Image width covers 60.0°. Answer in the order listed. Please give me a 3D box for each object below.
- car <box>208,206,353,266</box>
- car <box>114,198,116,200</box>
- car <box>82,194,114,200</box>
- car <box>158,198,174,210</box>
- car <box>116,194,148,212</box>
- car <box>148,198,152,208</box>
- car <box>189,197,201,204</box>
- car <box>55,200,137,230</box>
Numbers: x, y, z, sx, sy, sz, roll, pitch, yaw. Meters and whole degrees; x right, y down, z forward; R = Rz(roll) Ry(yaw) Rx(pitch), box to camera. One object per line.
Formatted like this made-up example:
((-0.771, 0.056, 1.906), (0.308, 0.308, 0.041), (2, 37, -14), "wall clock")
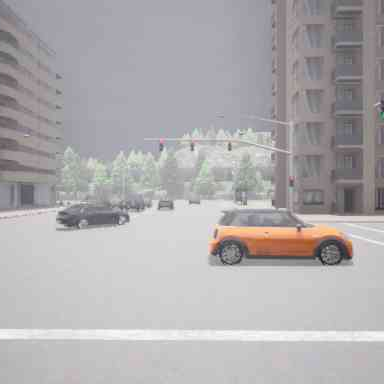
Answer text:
((2.804, 1.352, 11.043), (4.553, 1.767, 2.097), (0, 0, 1), "car")
((-10.478, 1.526, 45.842), (1.812, 1.442, 4.674), (0, 0, 0), "car")
((-10.508, 1.221, 36.239), (2.150, 2.045, 5.566), (0, 0, 0), "car")
((-3.332, 1.491, 43.386), (2.128, 1.511, 4.902), (0, 0, 1), "car")
((-6.999, 1.221, 39.442), (2.150, 2.045, 5.566), (0, 0, 0), "car")
((-6.962, 1.526, 48.971), (1.812, 1.442, 4.674), (0, 0, 0), "car")
((0.490, 1.564, 61.520), (1.994, 1.385, 4.181), (0, 0, 5), "car")
((-6.280, 1.505, 21.530), (1.837, 1.490, 4.892), (2, 1, 41), "car")
